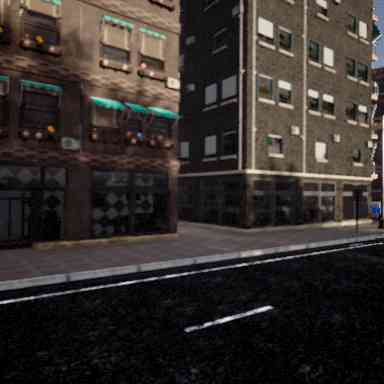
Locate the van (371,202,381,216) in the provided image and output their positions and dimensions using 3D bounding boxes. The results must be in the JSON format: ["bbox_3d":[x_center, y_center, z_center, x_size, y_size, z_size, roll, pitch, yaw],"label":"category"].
[{"bbox_3d":[23.592,2.226,44.327,1.690,1.788,3.998,0,-1,-36],"label":"van"}]
